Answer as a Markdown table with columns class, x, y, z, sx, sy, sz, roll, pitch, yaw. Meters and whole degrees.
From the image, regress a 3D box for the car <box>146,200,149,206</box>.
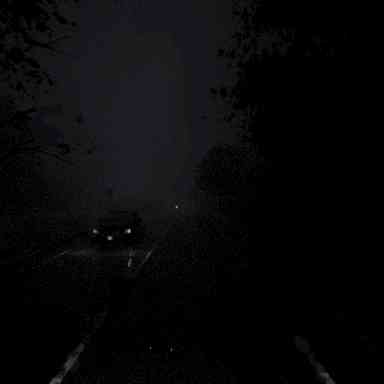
| class | x | y | z | sx | sy | sz | roll | pitch | yaw |
| --- | --- | --- | --- | --- | --- | --- | --- | --- | --- |
| car | -10.220 | 2.368 | 55.306 | 5.008 | 1.535 | 2.097 | 0 | -2 | 0 |

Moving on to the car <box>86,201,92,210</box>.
| class | x | y | z | sx | sy | sz | roll | pitch | yaw |
| --- | --- | --- | --- | --- | --- | --- | --- | --- | --- |
| car | -23.232 | 2.720 | 66.635 | 4.553 | 1.767 | 2.185 | 0 | -2 | 0 |

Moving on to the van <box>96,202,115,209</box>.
| class | x | y | z | sx | sy | sz | roll | pitch | yaw |
| --- | --- | --- | --- | --- | --- | --- | --- | --- | --- |
| van | -23.087 | 3.584 | 88.631 | 4.442 | 1.987 | 1.878 | 0 | -3 | 0 |

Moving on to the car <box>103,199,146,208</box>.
| class | x | y | z | sx | sy | sz | roll | pitch | yaw |
| --- | --- | --- | --- | --- | --- | --- | --- | --- | --- |
| car | -10.043 | 2.166 | 49.769 | 5.366 | 1.575 | 1.946 | 0 | -2 | 0 |

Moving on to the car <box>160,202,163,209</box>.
| class | x | y | z | sx | sy | sz | roll | pitch | yaw |
| --- | --- | --- | --- | --- | --- | --- | --- | --- | --- |
| car | -10.149 | 3.475 | 80.264 | 4.674 | 1.452 | 2.002 | 0 | -2 | 0 |

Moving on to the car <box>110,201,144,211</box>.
| class | x | y | z | sx | sy | sz | roll | pitch | yaw |
| --- | --- | --- | --- | --- | --- | --- | --- | --- | --- |
| car | -10.227 | 2.265 | 52.536 | 4.892 | 1.521 | 2.231 | 0 | -2 | 0 |

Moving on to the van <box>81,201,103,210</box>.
| class | x | y | z | sx | sy | sz | roll | pitch | yaw |
| --- | --- | --- | --- | --- | --- | --- | --- | --- | --- |
| van | -23.350 | 3.097 | 77.712 | 4.442 | 1.987 | 1.878 | 0 | -2 | 0 |

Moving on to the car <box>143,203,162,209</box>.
| class | x | y | z | sx | sy | sz | roll | pitch | yaw |
| --- | --- | --- | --- | --- | --- | --- | --- | --- | --- |
| car | -10.161 | 3.704 | 85.817 | 4.792 | 1.488 | 2.163 | 0 | -3 | 0 |

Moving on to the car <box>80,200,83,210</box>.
| class | x | y | z | sx | sy | sz | roll | pitch | yaw |
| --- | --- | --- | --- | --- | --- | --- | --- | --- | --- |
| car | -23.272 | 2.608 | 61.095 | 4.892 | 1.521 | 2.231 | 0 | -2 | 0 |

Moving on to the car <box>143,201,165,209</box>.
| class | x | y | z | sx | sy | sz | roll | pitch | yaw |
| --- | --- | --- | --- | --- | --- | --- | --- | --- | --- |
| car | -10.153 | 3.557 | 88.581 | 5.566 | 2.045 | 2.435 | 0 | -3 | 0 |

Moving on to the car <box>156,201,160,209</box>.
| class | x | y | z | sx | sy | sz | roll | pitch | yaw |
| --- | --- | --- | --- | --- | --- | --- | --- | --- | --- |
| car | -10.174 | 3.076 | 71.945 | 5.008 | 1.535 | 2.097 | 0 | -2 | 0 |

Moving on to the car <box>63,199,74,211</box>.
| class | x | y | z | sx | sy | sz | roll | pitch | yaw |
| --- | --- | --- | --- | --- | --- | --- | --- | --- | --- |
| car | -23.321 | 2.125 | 55.574 | 5.566 | 2.045 | 2.435 | 0 | -2 | 0 |

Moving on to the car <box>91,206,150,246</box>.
| class | x | y | z | sx | sy | sz | roll | pitch | yaw |
| --- | --- | --- | --- | --- | --- | --- | --- | --- | --- |
| car | -3.316 | 1.606 | 15.772 | 1.812 | 1.442 | 4.674 | 0 | 0 | 0 |

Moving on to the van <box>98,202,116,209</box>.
| class | x | y | z | sx | sy | sz | roll | pitch | yaw |
| --- | --- | --- | --- | --- | --- | --- | --- | --- | --- |
| van | -23.313 | 3.755 | 91.530 | 4.442 | 1.987 | 1.878 | 0 | -3 | 0 |

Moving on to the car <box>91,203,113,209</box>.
| class | x | y | z | sx | sy | sz | roll | pitch | yaw |
| --- | --- | --- | --- | --- | --- | --- | --- | --- | --- |
| car | -23.216 | 3.681 | 86.004 | 5.008 | 1.535 | 2.097 | 0 | -2 | 0 |

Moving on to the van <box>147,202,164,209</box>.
| class | x | y | z | sx | sy | sz | roll | pitch | yaw |
| --- | --- | --- | --- | --- | --- | --- | --- | --- | --- |
| van | -10.000 | 3.746 | 91.350 | 4.442 | 1.987 | 1.878 | 0 | -3 | 0 |

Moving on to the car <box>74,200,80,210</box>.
| class | x | y | z | sx | sy | sz | roll | pitch | yaw |
| --- | --- | --- | --- | --- | --- | --- | --- | --- | --- |
| car | -23.100 | 2.486 | 58.330 | 5.366 | 1.575 | 1.946 | 0 | -2 | 0 |

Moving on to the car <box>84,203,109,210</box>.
| class | x | y | z | sx | sy | sz | roll | pitch | yaw |
| --- | --- | --- | --- | --- | --- | --- | --- | --- | --- |
| car | -23.041 | 3.439 | 80.470 | 5.366 | 1.575 | 1.946 | 0 | -2 | 0 |

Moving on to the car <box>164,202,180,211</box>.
| class | x | y | z | sx | sy | sz | roll | pitch | yaw |
| --- | --- | --- | --- | --- | --- | --- | --- | --- | --- |
| car | -3.185 | 2.485 | 57.327 | 1.837 | 1.490 | 4.892 | 0 | -2 | 1 |

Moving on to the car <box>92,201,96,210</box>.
| class | x | y | z | sx | sy | sz | roll | pitch | yaw |
| --- | --- | --- | --- | --- | --- | --- | --- | --- | --- |
| car | -23.251 | 2.959 | 69.273 | 5.008 | 1.535 | 2.097 | 0 | -2 | 0 |

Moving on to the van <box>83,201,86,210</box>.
| class | x | y | z | sx | sy | sz | roll | pitch | yaw |
| --- | --- | --- | --- | --- | --- | --- | --- | --- | --- |
| van | -23.387 | 2.501 | 63.873 | 4.442 | 1.987 | 1.878 | 0 | -2 | 0 |

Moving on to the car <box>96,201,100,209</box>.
| class | x | y | z | sx | sy | sz | roll | pitch | yaw |
| --- | --- | --- | --- | --- | --- | --- | --- | --- | --- |
| car | -23.243 | 3.084 | 72.166 | 5.008 | 1.535 | 2.097 | 0 | -2 | 0 |

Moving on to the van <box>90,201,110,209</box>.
| class | x | y | z | sx | sy | sz | roll | pitch | yaw |
| --- | --- | --- | --- | --- | --- | --- | --- | --- | --- |
| van | -23.102 | 3.336 | 83.245 | 4.442 | 1.987 | 1.878 | 0 | -2 | 0 |

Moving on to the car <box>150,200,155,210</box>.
| class | x | y | z | sx | sy | sz | roll | pitch | yaw |
| --- | --- | --- | --- | --- | --- | --- | --- | --- | --- |
| car | -10.170 | 2.346 | 60.861 | 5.566 | 2.045 | 2.435 | 0 | -2 | 0 |

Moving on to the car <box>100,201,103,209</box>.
| class | x | y | z | sx | sy | sz | roll | pitch | yaw |
| --- | --- | --- | --- | --- | --- | --- | --- | --- | --- |
| car | -23.235 | 3.205 | 74.934 | 4.892 | 1.521 | 2.231 | 0 | -2 | 0 |

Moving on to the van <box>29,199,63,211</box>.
| class | x | y | z | sx | sy | sz | roll | pitch | yaw |
| --- | --- | --- | --- | --- | --- | --- | --- | --- | --- |
| van | -23.418 | 2.043 | 52.683 | 4.442 | 1.987 | 1.878 | 0 | -2 | 0 |
